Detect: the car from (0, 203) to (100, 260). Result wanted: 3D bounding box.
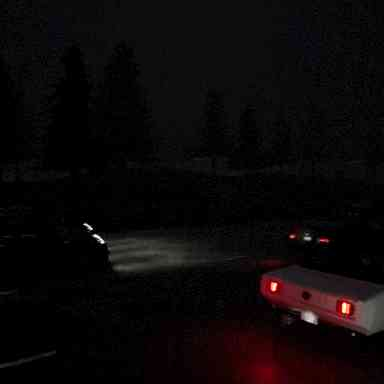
[{"bbox_3d":[-6.008,1.353,12.363,4.553,1.767,2.097,0,0,-35],"label":"car"}]

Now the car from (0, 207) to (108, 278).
[{"bbox_3d":[-4.651,1.353,9.036,4.553,1.767,2.097,0,0,-35],"label":"car"}]

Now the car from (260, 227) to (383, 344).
[{"bbox_3d":[3.573,1.600,6.289,4.718,1.301,1.895,0,0,-35],"label":"car"}]

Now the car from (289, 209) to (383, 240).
[{"bbox_3d":[5.741,1.547,12.130,5.357,1.411,2.033,0,0,-35],"label":"car"}]

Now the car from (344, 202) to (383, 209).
[{"bbox_3d":[13.792,1.526,26.455,4.674,1.442,1.812,0,0,-35],"label":"car"}]
